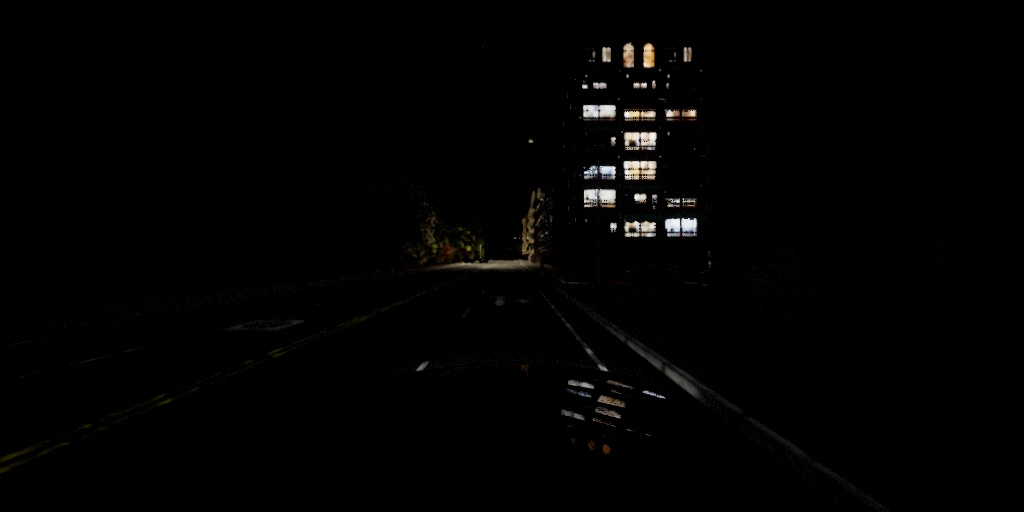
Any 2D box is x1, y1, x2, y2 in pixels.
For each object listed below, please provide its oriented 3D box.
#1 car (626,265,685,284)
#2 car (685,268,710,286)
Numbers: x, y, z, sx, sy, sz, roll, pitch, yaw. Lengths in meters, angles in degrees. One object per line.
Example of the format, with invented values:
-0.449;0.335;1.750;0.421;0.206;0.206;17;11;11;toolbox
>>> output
12.218;1.547;30.502;4.892;1.490;1.837;1;0;0;car
16.345;1.636;27.836;4.507;1.381;1.888;0;0;0;car
